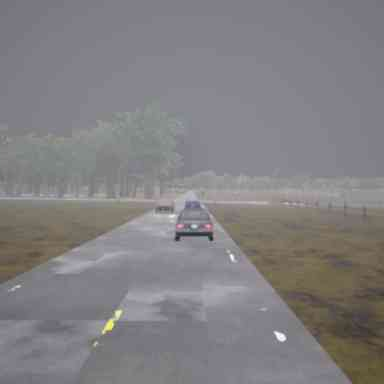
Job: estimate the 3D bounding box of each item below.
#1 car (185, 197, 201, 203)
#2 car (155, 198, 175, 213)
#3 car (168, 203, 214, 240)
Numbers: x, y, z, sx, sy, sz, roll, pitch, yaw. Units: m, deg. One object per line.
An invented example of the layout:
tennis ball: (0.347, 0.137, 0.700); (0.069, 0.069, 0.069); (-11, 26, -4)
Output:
car: (0.102, 1.397, 41.393); (1.882, 1.535, 5.008); (0, 0, 0)
car: (-2.811, 1.411, 35.525); (1.882, 1.535, 5.008); (0, 0, 0)
car: (0.100, 1.520, 16.837); (2.033, 1.411, 5.357); (0, 0, 0)
